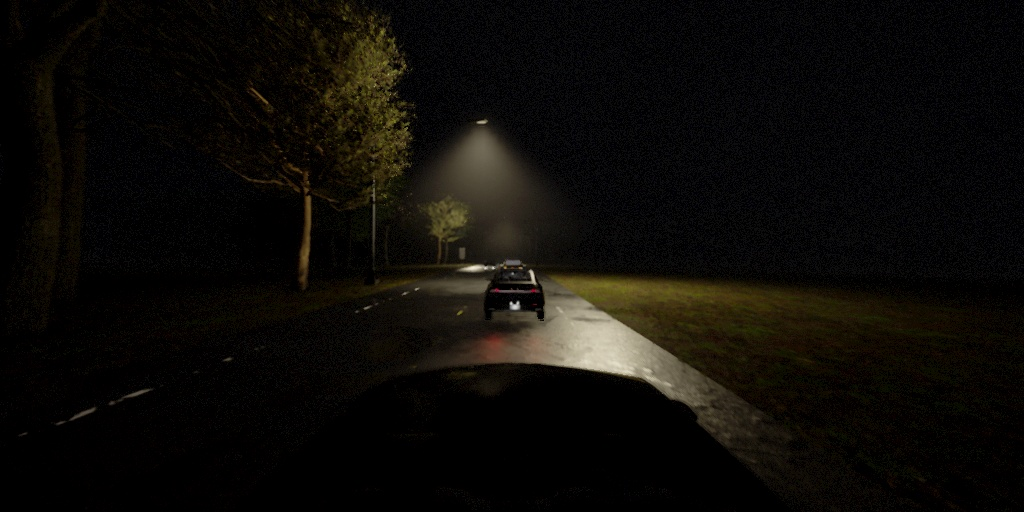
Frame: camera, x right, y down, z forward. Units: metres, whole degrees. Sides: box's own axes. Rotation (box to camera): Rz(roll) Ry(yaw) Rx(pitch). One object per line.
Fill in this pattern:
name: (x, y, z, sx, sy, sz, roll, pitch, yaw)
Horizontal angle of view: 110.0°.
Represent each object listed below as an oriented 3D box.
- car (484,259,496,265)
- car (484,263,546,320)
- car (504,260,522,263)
car: (-3.597, 1.118, 59.277, 2.033, 1.411, 5.357, 1, 0, 1)
car: (0.090, 1.191, 12.411, 2.128, 1.511, 4.902, 1, 0, 0)
car: (0.069, 1.074, 28.264, 2.128, 1.511, 4.902, 0, 0, 0)
